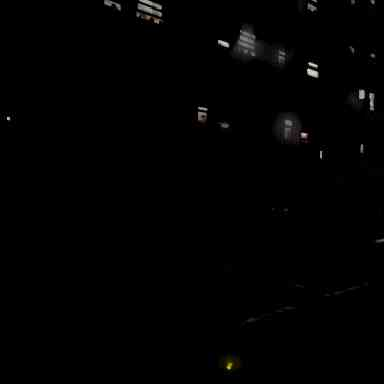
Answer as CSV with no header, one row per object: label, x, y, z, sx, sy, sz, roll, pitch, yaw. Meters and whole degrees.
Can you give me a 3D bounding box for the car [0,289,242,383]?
car,-1.715,1.526,2.140,4.674,1.442,1.812,0,0,-36
